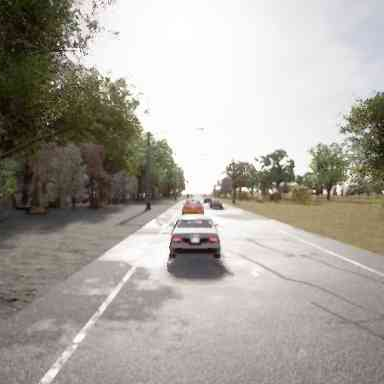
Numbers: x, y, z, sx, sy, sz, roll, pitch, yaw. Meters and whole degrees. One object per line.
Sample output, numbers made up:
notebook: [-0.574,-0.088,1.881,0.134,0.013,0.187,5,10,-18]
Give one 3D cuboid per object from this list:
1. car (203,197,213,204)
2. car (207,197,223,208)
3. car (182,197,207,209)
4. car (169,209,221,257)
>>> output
car: [3.511,1.778,72.883,1.837,1.490,4.892,0,0,0]
car: [3.606,1.739,50.806,2.033,1.411,5.357,0,0,0]
car: [0.103,1.476,32.995,2.097,1.767,4.553,0,0,0]
car: [0.100,1.596,13.077,2.033,1.411,5.357,0,0,0]
